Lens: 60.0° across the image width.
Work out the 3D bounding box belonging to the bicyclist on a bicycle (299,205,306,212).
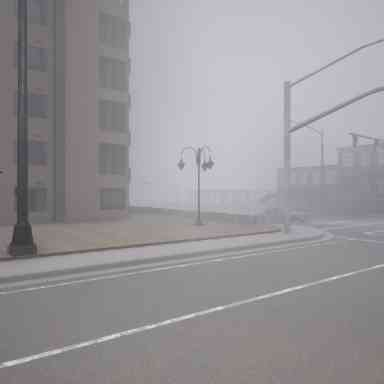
[{"bbox_3d":[13.575,2.464,40.693,1.656,1.620,0.582,0,-8,-35],"label":"bicyclist on a bicycle"}]

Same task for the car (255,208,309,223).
[{"bbox_3d":[7.958,2.096,29.830,1.895,1.301,4.718,0,-4,-36],"label":"car"}]
